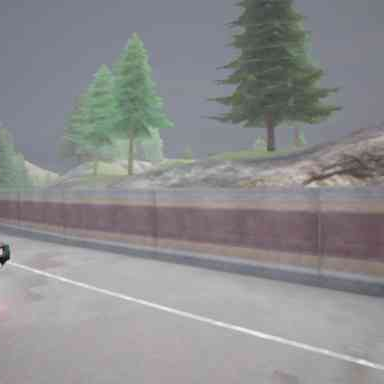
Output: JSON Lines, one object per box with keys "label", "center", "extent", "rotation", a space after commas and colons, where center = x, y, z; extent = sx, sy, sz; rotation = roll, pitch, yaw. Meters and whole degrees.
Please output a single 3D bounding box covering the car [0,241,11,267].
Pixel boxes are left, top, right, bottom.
{"label": "car", "center": [-7.222, 1.620, 9.763], "extent": [4.718, 1.301, 1.895], "rotation": [0, 0, 40]}
